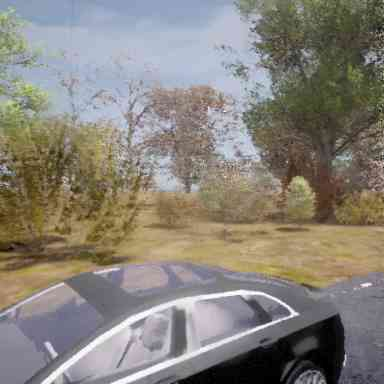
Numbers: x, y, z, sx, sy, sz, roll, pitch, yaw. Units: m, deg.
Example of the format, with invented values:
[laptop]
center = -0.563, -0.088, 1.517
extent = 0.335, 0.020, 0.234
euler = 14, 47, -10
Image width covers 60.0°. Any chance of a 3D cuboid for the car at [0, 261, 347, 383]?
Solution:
[car]
center = -0.636, 1.487, 2.880
extent = 4.902, 1.511, 2.128
euler = 0, 0, -35
